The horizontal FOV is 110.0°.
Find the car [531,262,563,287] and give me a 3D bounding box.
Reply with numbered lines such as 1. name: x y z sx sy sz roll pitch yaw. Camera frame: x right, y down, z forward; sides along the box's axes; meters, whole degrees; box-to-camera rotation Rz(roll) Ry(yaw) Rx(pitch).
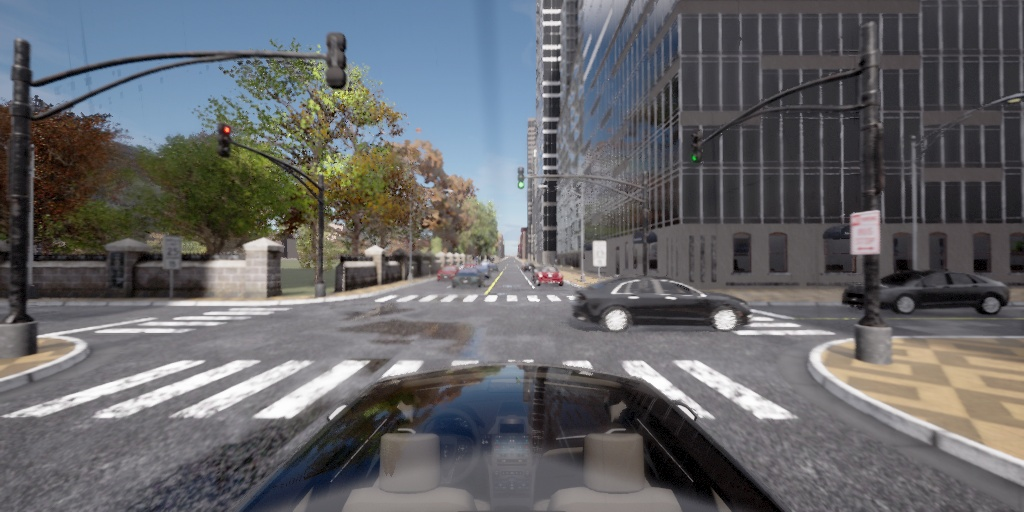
1. car: 2.701 1.417 27.220 1.967 1.591 4.097 0 0 0

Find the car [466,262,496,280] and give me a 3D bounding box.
1. car: -3.082 1.607 36.366 2.033 1.411 5.357 0 -1 0

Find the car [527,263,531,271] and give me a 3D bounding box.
1. car: 2.704 1.594 32.900 1.948 1.339 4.313 0 0 0

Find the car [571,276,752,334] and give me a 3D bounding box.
1. car: 4.184 1.334 10.389 4.892 1.490 1.837 0 -1 1

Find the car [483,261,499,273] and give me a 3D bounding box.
1. car: -3.039 1.777 53.891 1.994 1.385 4.181 0 -1 0

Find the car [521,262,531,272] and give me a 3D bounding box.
1. car: 2.713 1.792 55.624 1.948 1.339 4.313 0 0 0

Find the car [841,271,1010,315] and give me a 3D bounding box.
1. car: 15.096 1.309 13.262 4.892 1.490 1.837 -1 -1 1

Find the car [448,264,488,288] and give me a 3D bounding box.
1. car: -3.089 1.530 25.875 1.994 1.385 4.181 0 -1 0

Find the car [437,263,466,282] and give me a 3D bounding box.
1. car: -5.677 1.574 32.901 1.888 1.381 4.507 0 0 0

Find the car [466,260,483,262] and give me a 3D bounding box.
1. car: -5.670 1.494 49.949 2.192 1.841 5.009 0 0 0
